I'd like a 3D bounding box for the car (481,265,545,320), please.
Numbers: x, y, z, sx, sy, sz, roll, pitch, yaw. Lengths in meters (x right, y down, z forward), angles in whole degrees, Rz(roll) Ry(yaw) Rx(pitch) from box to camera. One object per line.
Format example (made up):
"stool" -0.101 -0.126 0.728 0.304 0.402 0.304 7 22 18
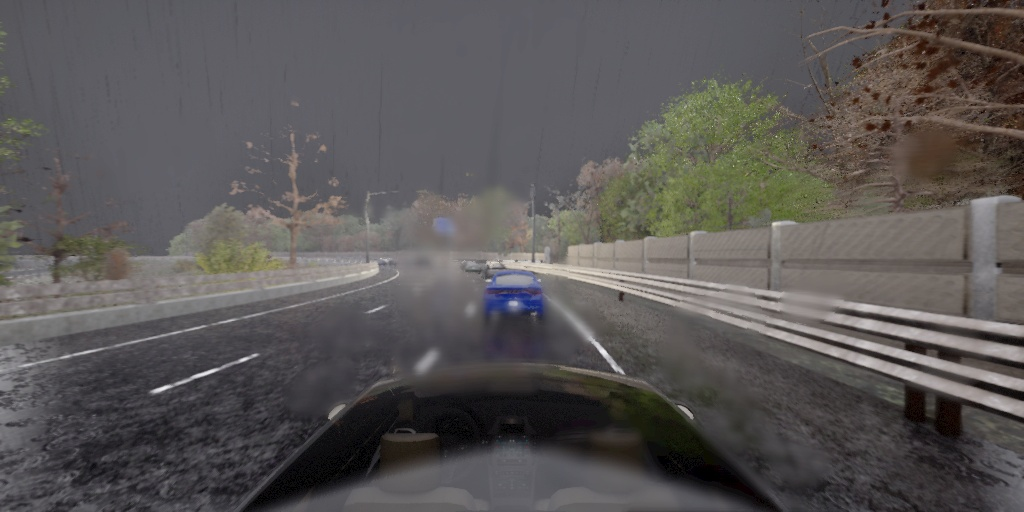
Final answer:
"car" 0.078 1.262 12.833 1.882 1.535 5.008 1 0 0

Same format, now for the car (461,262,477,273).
"car" -5.142 1.413 45.069 1.994 1.385 4.181 1 0 -18

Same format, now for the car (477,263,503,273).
"car" -1.516 1.317 30.225 2.128 1.511 4.902 1 0 -10
